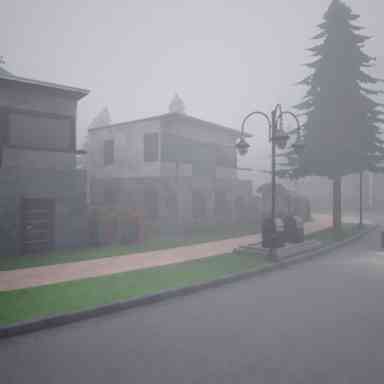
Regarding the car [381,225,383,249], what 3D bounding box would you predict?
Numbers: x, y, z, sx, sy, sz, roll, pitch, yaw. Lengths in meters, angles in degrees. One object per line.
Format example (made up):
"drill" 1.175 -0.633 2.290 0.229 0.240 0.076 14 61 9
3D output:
"car" 9.297 1.393 13.693 2.097 1.767 4.553 0 0 39
